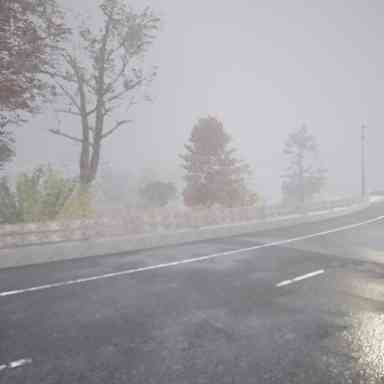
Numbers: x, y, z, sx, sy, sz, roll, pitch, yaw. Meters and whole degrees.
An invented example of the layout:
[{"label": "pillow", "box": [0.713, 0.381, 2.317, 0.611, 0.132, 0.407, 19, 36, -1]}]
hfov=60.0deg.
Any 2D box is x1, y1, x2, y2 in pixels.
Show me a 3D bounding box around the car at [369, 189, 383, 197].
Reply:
[{"label": "car", "box": [37.292, 0.163, 66.955, 1.882, 1.535, 5.008, -1, 0, 11]}]
